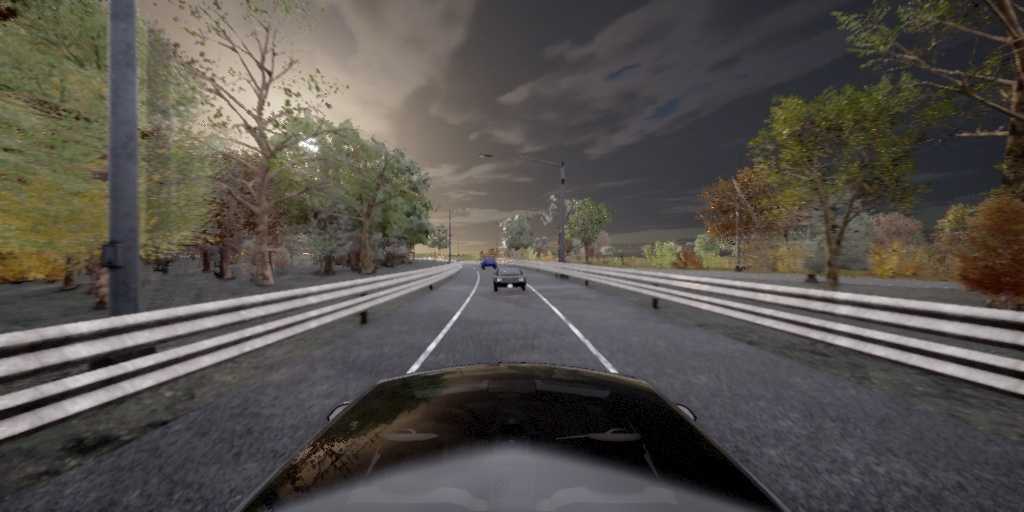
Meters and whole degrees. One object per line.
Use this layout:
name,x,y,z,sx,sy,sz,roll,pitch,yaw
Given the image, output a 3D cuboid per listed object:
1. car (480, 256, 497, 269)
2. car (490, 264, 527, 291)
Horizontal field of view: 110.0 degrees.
car,-3.621,0.973,54.956,2.150,2.045,5.566,0,0,-9
car,-0.248,1.362,22.200,1.895,1.301,4.718,0,0,-4
